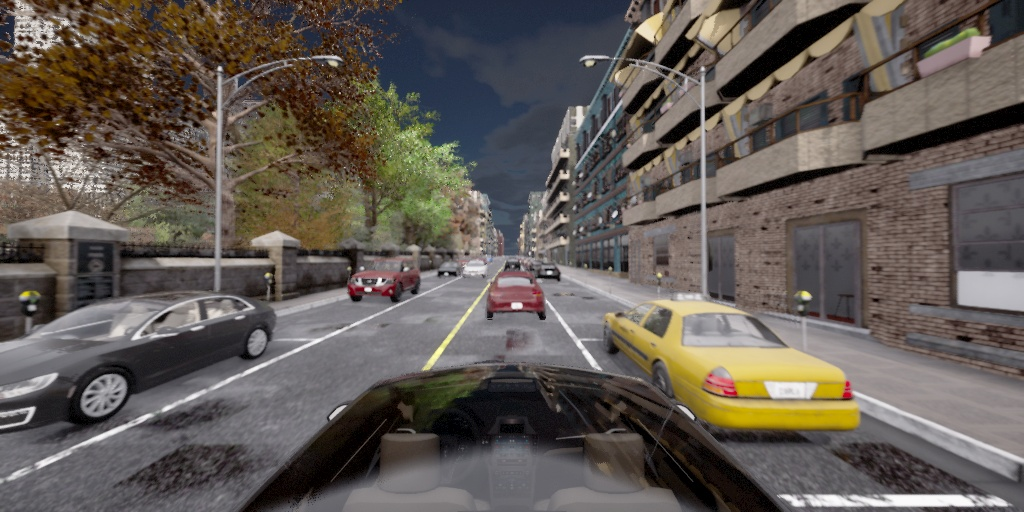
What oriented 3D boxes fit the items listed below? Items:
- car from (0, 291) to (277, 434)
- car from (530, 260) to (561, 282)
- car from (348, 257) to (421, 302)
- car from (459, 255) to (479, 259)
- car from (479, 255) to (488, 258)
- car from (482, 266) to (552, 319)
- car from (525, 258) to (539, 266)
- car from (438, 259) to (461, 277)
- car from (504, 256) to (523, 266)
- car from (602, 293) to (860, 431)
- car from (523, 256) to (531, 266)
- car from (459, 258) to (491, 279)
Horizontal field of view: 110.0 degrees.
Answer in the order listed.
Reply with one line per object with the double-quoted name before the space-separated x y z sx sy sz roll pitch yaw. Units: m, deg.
"car" -5.689 1.283 5.629 2.007 1.370 4.403 0 0 0
"car" 2.694 1.200 27.721 1.948 1.339 4.313 0 0 0
"car" -5.687 0.998 16.676 2.192 1.841 5.009 0 0 0
"car" -5.685 0.876 44.293 2.192 1.841 5.009 0 0 0
"car" -5.683 1.033 60.863 1.888 1.381 4.507 0 0 0
"car" 0.095 1.228 12.409 1.812 1.442 4.674 0 0 -1
"car" 2.695 1.151 38.769 1.948 1.339 4.313 0 0 0
"car" -5.686 1.176 33.246 1.948 1.339 4.313 0 0 0
"car" 0.104 1.039 44.303 1.882 1.535 5.008 0 0 0
"car" 2.692 1.258 5.798 1.751 1.417 4.829 0 0 0
"car" 2.696 1.001 44.292 1.967 1.591 4.097 0 0 0
"car" -3.075 1.147 30.764 1.812 1.442 4.674 0 0 0
